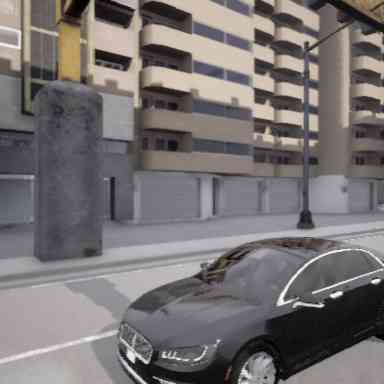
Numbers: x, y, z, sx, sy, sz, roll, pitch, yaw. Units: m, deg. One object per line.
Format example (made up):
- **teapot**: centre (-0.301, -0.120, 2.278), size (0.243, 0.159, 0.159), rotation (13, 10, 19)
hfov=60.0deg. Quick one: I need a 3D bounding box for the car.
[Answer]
- **car**: centre (1.356, 1.489, 4.904), size (4.892, 1.490, 1.837), rotation (0, 0, -34)
